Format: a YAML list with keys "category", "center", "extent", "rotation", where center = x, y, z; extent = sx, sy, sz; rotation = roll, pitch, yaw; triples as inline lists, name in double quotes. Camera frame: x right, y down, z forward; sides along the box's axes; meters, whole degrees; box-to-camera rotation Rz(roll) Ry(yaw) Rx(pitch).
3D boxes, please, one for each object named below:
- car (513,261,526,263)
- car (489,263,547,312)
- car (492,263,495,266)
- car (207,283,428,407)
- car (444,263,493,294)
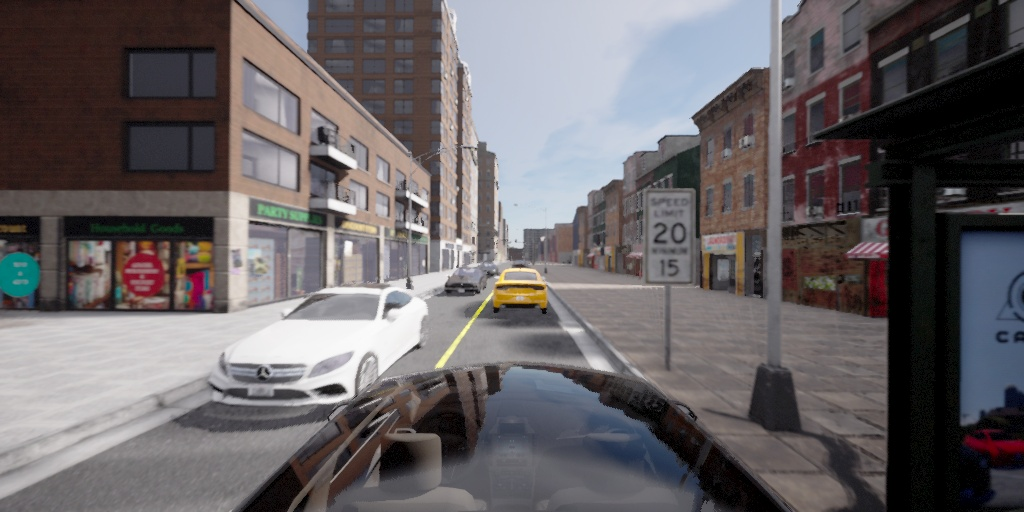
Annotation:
- category: "car"
  center: [0.813, 1.256, 39.474]
  extent: [1.837, 1.490, 4.892]
  rotation: [0, 0, 1]
- category: "car"
  center: [0.318, 1.229, 14.205]
  extent: [1.882, 1.535, 5.008]
  rotation: [0, 0, 1]
- category: "car"
  center: [-2.213, 1.296, 32.871]
  extent: [1.994, 1.385, 4.181]
  rotation: [0, 0, 2]
- category: "car"
  center: [-2.789, 1.256, 6.378]
  extent: [1.812, 1.442, 4.674]
  rotation: [0, 0, 1]
- category: "car"
  center: [-2.417, 1.322, 20.201]
  extent: [2.033, 1.411, 5.357]
  rotation: [0, 0, 1]
